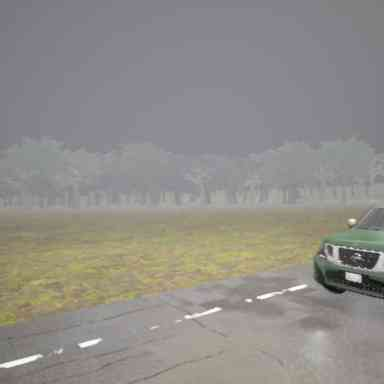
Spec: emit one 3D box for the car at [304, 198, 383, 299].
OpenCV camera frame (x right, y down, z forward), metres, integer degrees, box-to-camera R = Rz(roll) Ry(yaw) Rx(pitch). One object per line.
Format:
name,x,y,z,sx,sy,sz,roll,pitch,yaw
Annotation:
car,5.215,1.216,7.710,5.566,2.045,2.150,0,0,-35
